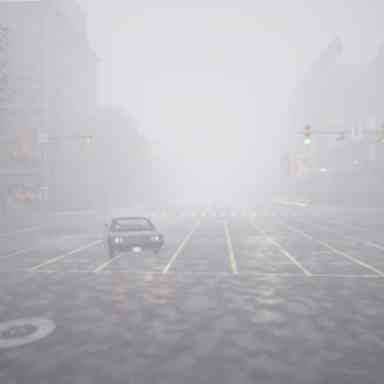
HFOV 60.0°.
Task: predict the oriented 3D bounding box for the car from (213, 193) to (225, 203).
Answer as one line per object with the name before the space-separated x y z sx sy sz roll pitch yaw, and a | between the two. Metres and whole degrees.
car | 5.784 1.294 71.002 2.150 2.045 5.566 0 0 4

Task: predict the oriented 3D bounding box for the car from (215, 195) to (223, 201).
car | 6.922 1.583 85.586 1.837 1.490 4.892 0 0 4

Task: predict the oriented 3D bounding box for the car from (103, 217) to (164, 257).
car | -2.518 1.633 13.245 1.895 1.301 4.718 0 0 -18
